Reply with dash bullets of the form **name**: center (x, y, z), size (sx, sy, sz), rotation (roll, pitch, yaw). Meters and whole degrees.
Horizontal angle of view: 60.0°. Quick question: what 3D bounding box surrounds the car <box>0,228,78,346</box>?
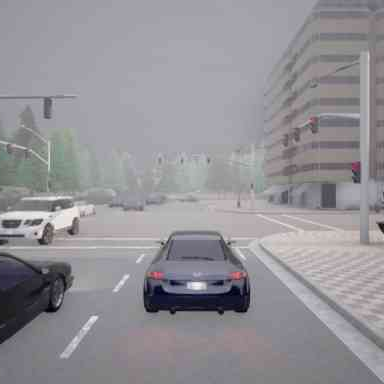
- **car**: center (-3.427, 1.547, 4.622), size (2.033, 1.411, 5.357), rotation (0, 0, 0)

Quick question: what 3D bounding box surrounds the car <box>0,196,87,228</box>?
- **car**: center (-7.084, 1.219, 15.717), size (2.150, 2.045, 5.566), rotation (0, 0, 0)

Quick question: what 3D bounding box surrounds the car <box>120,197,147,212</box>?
- **car**: center (-6.720, 1.347, 38.473), size (2.097, 1.767, 4.553), rotation (0, 0, -4)

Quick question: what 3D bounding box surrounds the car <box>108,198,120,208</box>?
- **car**: center (-10.276, 1.542, 47.137), size (2.033, 1.411, 5.357), rotation (0, 0, 3)

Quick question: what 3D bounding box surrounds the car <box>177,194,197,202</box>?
- **car**: center (-1.181, 1.347, 74.579), size (2.097, 1.767, 4.553), rotation (0, 0, 38)

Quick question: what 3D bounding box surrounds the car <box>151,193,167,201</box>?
- **car**: center (-6.875, 1.217, 64.520), size (2.150, 2.045, 5.566), rotation (0, 0, 23)

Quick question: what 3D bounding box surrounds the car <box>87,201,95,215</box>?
- **car**: center (-10.553, 1.566, 31.405), size (1.812, 1.442, 4.674), rotation (0, 0, 0)

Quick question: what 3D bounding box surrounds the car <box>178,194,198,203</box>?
- **car**: center (-0.609, 1.533, 69.283), size (2.033, 1.411, 5.357), rotation (0, 0, 31)

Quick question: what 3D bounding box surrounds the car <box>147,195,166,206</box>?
- **car**: center (-6.191, 1.595, 54.468), size (1.895, 1.301, 4.718), rotation (0, 0, 10)

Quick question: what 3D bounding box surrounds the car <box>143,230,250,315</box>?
- **car**: center (0.092, 1.563, 7.656), size (1.994, 1.385, 4.181), rotation (0, 0, 0)
